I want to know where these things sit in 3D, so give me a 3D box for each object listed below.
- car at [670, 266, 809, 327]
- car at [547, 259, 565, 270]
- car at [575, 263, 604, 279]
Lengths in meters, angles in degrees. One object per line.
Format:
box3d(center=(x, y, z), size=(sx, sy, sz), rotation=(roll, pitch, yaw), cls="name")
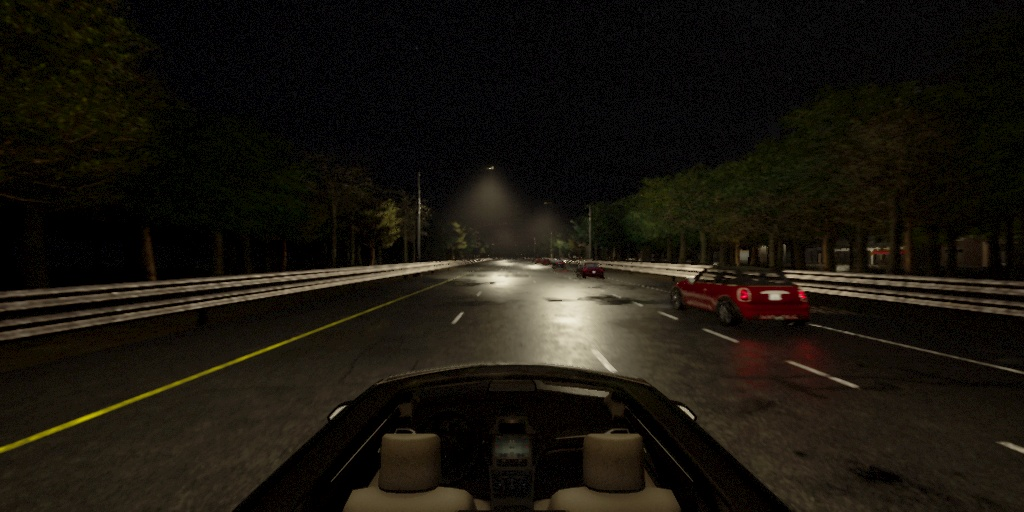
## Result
box3d(center=(7.001, 1.107, 11.664), size=(2.097, 1.767, 4.553), rotation=(0, 0, 0), cls="car")
box3d(center=(7.116, 1.299, 55.676), size=(2.128, 1.511, 4.902), rotation=(0, 0, 0), cls="car")
box3d(center=(7.031, 1.342, 32.734), size=(1.994, 1.385, 4.181), rotation=(0, 0, 0), cls="car")
